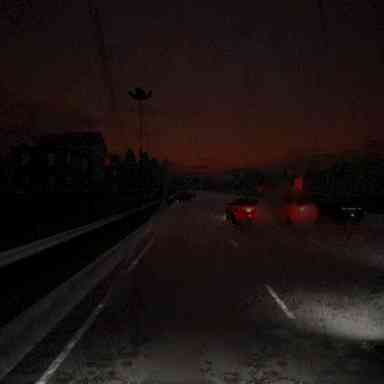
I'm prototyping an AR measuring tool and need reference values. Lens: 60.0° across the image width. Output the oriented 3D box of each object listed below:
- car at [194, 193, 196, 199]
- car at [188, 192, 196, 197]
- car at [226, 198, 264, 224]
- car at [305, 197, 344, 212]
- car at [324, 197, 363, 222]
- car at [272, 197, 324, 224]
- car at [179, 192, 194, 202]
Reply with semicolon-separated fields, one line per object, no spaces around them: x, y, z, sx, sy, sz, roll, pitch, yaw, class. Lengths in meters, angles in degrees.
0.005;0.813;76.310;2.033;1.411;5.357;0;0;0;car
0.007;0.703;93.226;1.994;1.385;4.181;0;0;0;car
3.601;1.175;23.228;2.097;1.767;4.553;0;0;0;car
14.102;1.276;35.754;2.033;1.411;5.357;0;0;0;car
10.602;1.306;24.361;2.128;1.511;4.902;0;0;0;car
7.101;1.175;23.288;2.097;1.767;4.553;0;0;0;car
-1.222;0.899;59.586;2.097;1.767;4.553;0;0;0;car
